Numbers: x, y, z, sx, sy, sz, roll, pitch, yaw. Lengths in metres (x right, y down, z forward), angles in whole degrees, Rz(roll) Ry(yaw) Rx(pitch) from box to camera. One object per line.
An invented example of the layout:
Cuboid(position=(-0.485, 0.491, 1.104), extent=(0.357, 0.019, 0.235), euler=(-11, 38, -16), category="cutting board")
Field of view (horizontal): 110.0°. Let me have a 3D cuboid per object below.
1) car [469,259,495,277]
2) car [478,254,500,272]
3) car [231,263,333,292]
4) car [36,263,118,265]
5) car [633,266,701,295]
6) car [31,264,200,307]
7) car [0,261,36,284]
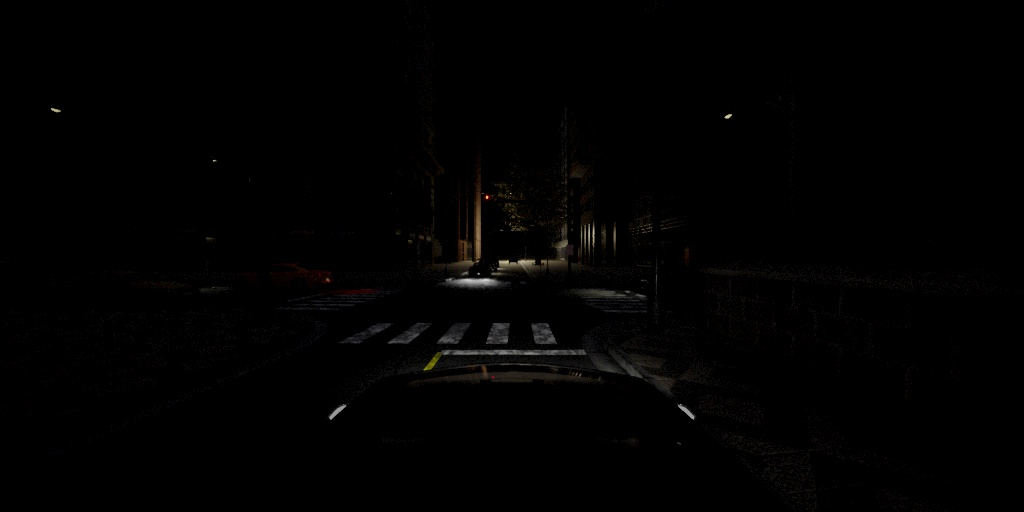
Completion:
Cuboid(position=(-2.981, 1.274, 34.402), extent=(1.895, 1.301, 4.718), euler=(0, 0, 0), category="car")
Cuboid(position=(-2.946, 0.830, 44.215), extent=(2.150, 2.045, 5.566), euler=(0, 0, -1), category="car")
Cuboid(position=(-12.566, 1.121, 19.676), extent=(5.008, 1.535, 1.882), euler=(1, 0, 1), category="car")
Cuboid(position=(-26.235, 1.065, 22.471), extent=(4.313, 1.339, 1.948), euler=(0, 0, 1), category="car")
Cuboid(position=(9.166, 1.289, 19.471), extent=(5.008, 1.535, 1.882), euler=(0, 0, 1), category="car")
Cuboid(position=(-14.896, 1.146, 13.836), extent=(4.829, 1.417, 1.751), euler=(0, 0, 1), category="car")
Cuboid(position=(-31.852, 0.974, 22.524), extent=(4.507, 1.381, 1.888), euler=(0, 0, 1), category="car")
